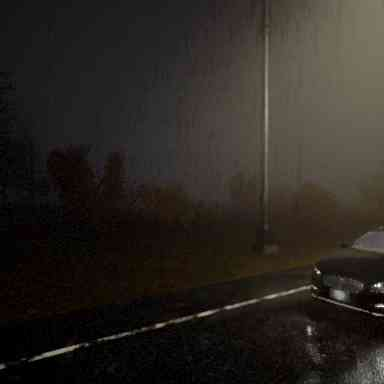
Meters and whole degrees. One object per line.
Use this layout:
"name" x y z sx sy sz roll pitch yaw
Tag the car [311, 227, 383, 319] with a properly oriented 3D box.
"car" 4.566 1.522 7.122 4.902 1.511 2.128 0 0 -34
